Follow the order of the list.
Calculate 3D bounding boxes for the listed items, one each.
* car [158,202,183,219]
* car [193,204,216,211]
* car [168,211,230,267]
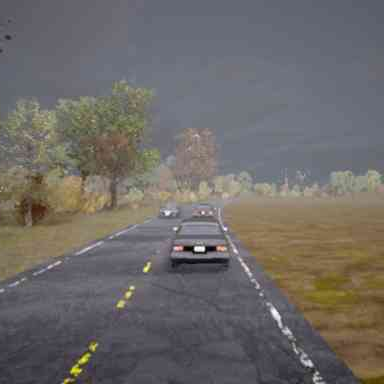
[{"bbox_3d":[-1.971,1.673,31.529,2.128,1.511,4.902,0,0,4],"label":"car"},{"bbox_3d":[1.041,1.713,28.818,2.033,1.411,5.357,0,0,4],"label":"car"},{"bbox_3d":[0.285,1.617,11.602,2.033,1.411,5.357,0,0,2],"label":"car"}]
